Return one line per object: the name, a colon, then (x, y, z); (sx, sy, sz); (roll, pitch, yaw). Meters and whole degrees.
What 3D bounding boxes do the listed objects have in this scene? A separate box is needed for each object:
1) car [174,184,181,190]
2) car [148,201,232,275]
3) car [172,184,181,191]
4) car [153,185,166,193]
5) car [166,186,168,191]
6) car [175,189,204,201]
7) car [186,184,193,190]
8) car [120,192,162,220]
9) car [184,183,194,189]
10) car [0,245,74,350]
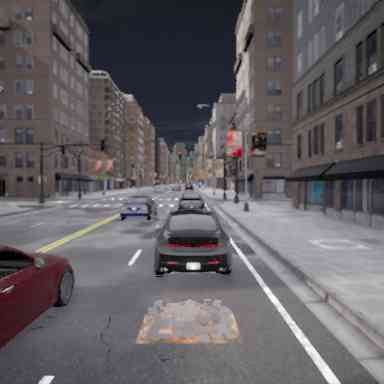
car: (-4.038, -1.363, 92.475); (1.882, 1.535, 5.008); (0, 2, 0)
car: (0.010, 1.238, 9.466); (1.837, 1.490, 4.892); (0, 2, 0)
car: (-3.952, -0.834, 82.484); (1.994, 1.385, 4.181); (0, 2, 0)
car: (-7.093, -0.401, 69.625); (1.895, 1.301, 4.718); (0, 2, 0)
car: (-7.226, -0.947, 85.249); (1.812, 1.442, 4.674); (0, 2, 0)
car: (-0.101, 0.788, 24.751); (2.128, 1.511, 4.902); (0, 1, -2)
car: (-0.788, -1.368, 92.502); (1.882, 1.535, 5.008); (0, 2, 0)
car: (-3.333, 0.944, 21.448); (2.033, 1.411, 5.357); (0, 2, -1)
car: (-0.699, -1.154, 82.114); (2.150, 2.045, 5.566); (0, 2, 0)
car: (-3.187, 1.401, 4.490); (1.812, 1.442, 4.674); (0, 1, 0)
